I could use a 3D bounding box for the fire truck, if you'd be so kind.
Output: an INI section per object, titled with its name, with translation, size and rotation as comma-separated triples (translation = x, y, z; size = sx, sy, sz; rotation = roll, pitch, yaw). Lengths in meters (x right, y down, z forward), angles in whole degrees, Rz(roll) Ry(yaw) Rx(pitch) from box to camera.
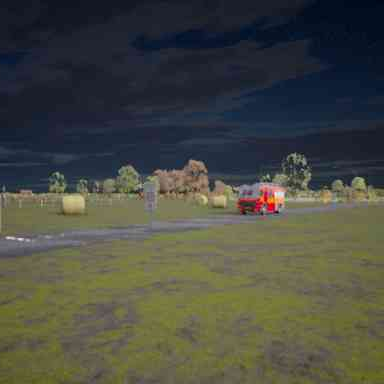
[fire truck]
translation = 8.848, 0.861, 41.865
size = 2.891, 3.827, 8.468
rotation = -1, -1, 35
